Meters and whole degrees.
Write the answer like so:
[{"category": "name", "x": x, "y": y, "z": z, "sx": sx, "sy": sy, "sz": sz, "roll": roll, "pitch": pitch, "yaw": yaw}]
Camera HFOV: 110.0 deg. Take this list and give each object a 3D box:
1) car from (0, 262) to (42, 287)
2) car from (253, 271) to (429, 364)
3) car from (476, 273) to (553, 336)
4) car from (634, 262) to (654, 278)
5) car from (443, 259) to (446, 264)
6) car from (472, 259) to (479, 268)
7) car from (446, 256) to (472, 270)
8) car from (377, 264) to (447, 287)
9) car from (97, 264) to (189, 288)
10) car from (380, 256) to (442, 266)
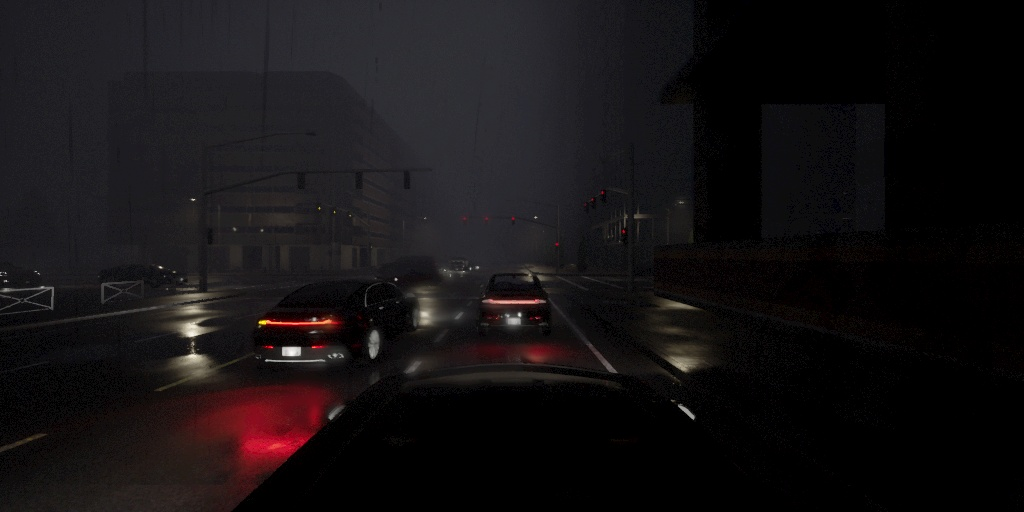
[{"category": "car", "x": -34.397, "y": 1.157, "z": 23.764, "sx": 4.553, "sy": 1.767, "sz": 2.097, "roll": 0, "pitch": 0, "yaw": 0}, {"category": "car", "x": -3.450, "y": 1.255, "z": 8.061, "sx": 1.837, "sy": 1.490, "sz": 4.892, "roll": 0, "pitch": 0, "yaw": 0}, {"category": "car", "x": 0.060, "y": 1.242, "z": 10.381, "sx": 2.128, "sy": 1.511, "sz": 4.902, "roll": 0, "pitch": 0, "yaw": 0}, {"category": "car", "x": 13.954, "y": 1.297, "z": 34.369, "sx": 4.902, "sy": 1.511, "sz": 2.128, "roll": 0, "pitch": 0, "yaw": 0}, {"category": "car", "x": -10.940, "y": 1.228, "z": 57.002, "sx": 1.882, "sy": 1.535, "sz": 5.008, "roll": 0, "pitch": 0, "yaw": 1}, {"category": "car", "x": -7.377, "y": 1.297, "z": 61.380, "sx": 2.033, "sy": 1.411, "sz": 5.357, "roll": 0, "pitch": 0, "yaw": 1}, {"category": "car", "x": -7.481, "y": 0.971, "z": 51.106, "sx": 2.150, "sy": 2.045, "sz": 5.566, "roll": 0, "pitch": 0, "yaw": 0}, {"category": "car", "x": -6.273, "y": 1.374, "z": 22.115, "sx": 1.895, "sy": 1.301, "sz": 4.718, "roll": 0, "pitch": 0, "yaw": 23}, {"category": "car", "x": -24.323, "y": 1.297, "z": 23.742, "sx": 4.902, "sy": 1.511, "sz": 2.128, "roll": 0, "pitch": 0, "yaw": 0}, {"category": "car", "x": -9.934, "y": 0.999, "z": 34.415, "sx": 5.566, "sy": 2.045, "sz": 2.150, "roll": 0, "pitch": 0, "yaw": 0}]
